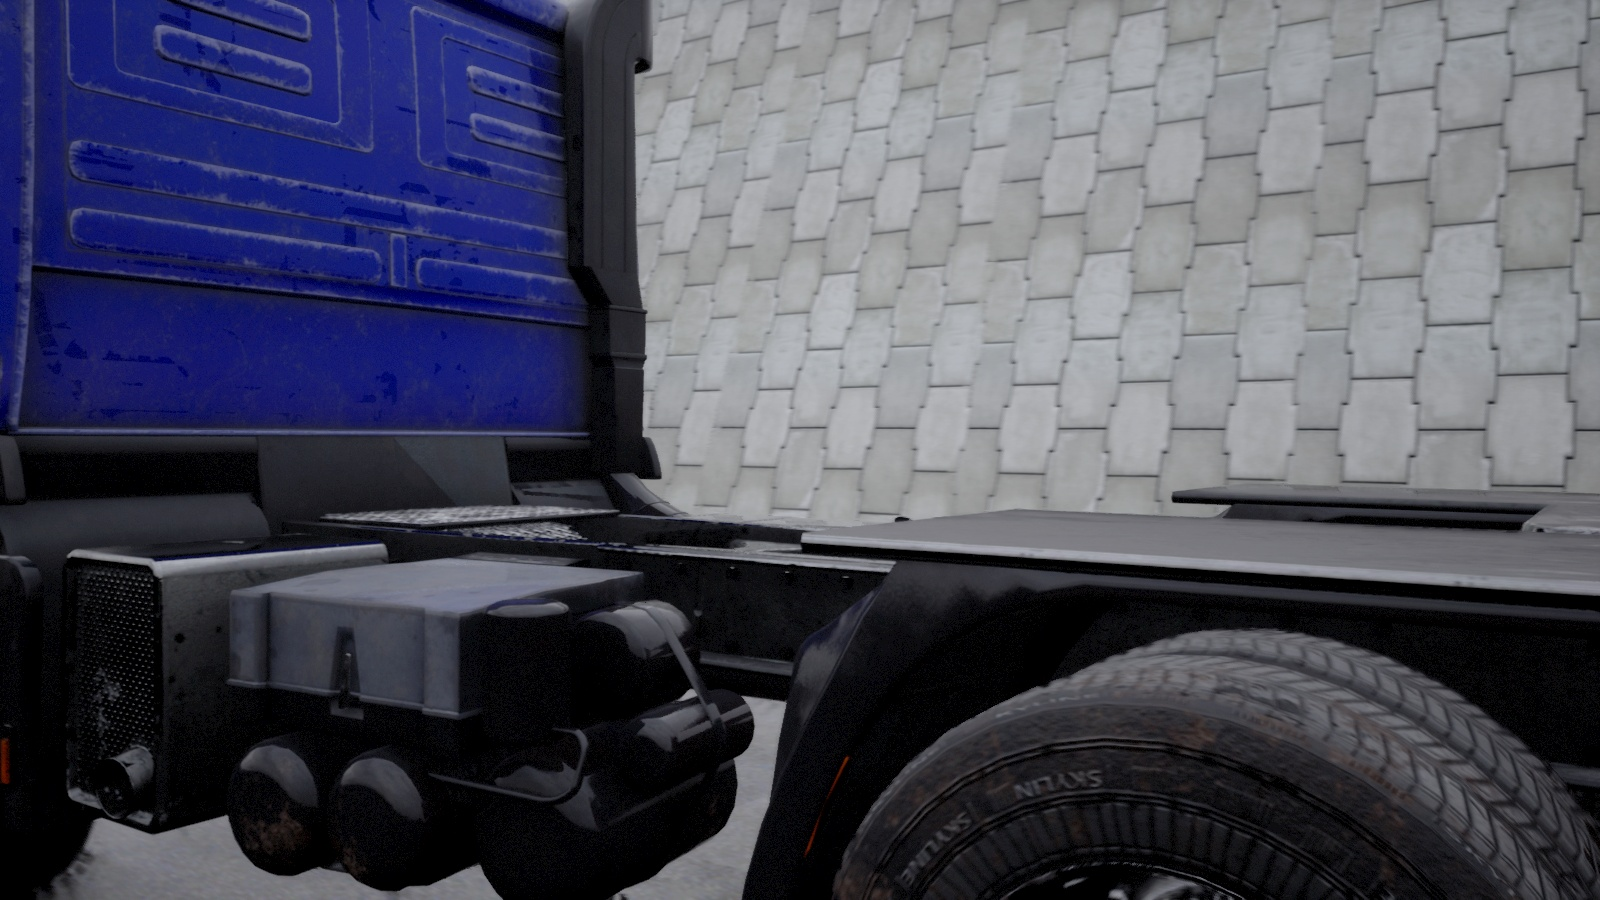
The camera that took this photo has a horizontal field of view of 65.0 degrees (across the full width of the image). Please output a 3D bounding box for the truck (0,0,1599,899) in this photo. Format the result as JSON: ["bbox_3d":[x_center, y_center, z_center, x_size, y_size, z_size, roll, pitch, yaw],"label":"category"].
[{"bbox_3d":[-0.028,-0.300,3.623,7.936,3.462,2.891,0,1,34],"label":"truck"}]
